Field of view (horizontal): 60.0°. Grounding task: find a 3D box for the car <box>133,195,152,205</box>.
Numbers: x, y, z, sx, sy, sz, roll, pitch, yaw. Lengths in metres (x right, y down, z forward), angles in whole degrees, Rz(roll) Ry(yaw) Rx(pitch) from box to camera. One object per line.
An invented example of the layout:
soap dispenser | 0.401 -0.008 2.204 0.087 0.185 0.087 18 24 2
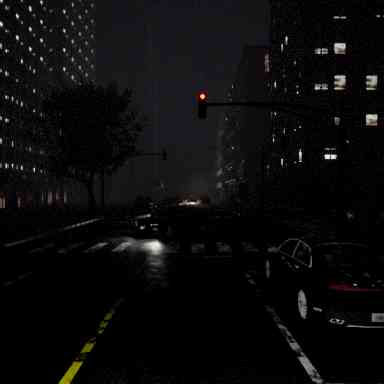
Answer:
car | -5.696 1.336 39.299 2.192 1.841 5.009 0 0 0

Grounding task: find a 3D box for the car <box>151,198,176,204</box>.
car | -3.093 1.620 37.150 1.895 1.301 4.718 0 0 -1

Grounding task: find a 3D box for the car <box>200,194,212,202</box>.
car | 2.683 1.611 61.391 1.947 1.339 4.313 0 0 0

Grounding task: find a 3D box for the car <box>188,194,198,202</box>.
car | 0.091 1.656 68.903 1.895 1.301 4.718 0 0 0

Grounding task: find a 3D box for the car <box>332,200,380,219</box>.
car | 13.423 1.350 26.319 4.403 1.369 2.008 -1 1 -1

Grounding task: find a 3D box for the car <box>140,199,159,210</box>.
car | -5.697 1.592 44.822 1.947 1.339 4.313 0 0 0

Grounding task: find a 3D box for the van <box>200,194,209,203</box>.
van | 2.681 1.402 72.438 1.690 1.788 3.998 0 0 0

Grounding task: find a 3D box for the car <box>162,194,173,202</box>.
car | -5.700 1.386 77.959 2.192 1.841 5.009 0 0 0

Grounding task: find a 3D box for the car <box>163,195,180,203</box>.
car | -3.104 1.554 46.263 1.812 1.442 4.674 0 0 0

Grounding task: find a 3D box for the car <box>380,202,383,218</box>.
car | 16.306 1.324 23.768 4.181 1.385 1.994 -1 0 -1

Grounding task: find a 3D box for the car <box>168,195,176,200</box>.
car | -5.702 1.654 94.528 2.008 1.369 4.403 0 0 0

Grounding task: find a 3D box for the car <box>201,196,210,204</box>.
car | 2.682 1.578 67.084 1.752 1.417 4.829 0 0 0

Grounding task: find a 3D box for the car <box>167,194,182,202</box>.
car | -3.088 1.565 56.555 1.812 1.442 4.674 0 0 0

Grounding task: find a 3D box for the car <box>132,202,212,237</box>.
car | -0.987 1.510 18.190 1.837 1.490 4.892 -3 -2 38

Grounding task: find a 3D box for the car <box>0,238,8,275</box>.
car | -5.692 1.545 6.911 1.887 1.381 4.507 0 0 0

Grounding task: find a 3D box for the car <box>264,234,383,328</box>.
car | 2.688 1.551 6.912 2.008 1.369 4.403 0 0 0

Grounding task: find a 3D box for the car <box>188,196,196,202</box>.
car | -0.008 1.668 78.905 1.895 1.301 4.718 0 0 0
